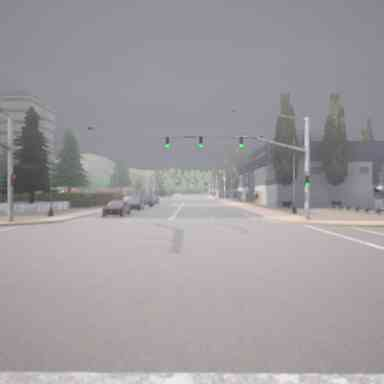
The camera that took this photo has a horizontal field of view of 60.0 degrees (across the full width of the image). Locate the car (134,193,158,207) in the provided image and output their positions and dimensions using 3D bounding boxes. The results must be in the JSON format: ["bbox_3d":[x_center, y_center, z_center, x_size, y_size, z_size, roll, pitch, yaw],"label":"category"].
[{"bbox_3d":[-7.021,1.252,51.068,2.150,2.045,5.566,0,0,0],"label":"car"}]

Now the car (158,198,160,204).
[{"bbox_3d":[-7.012,1.585,61.683,2.033,1.411,5.357,0,0,0],"label":"car"}]

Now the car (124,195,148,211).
[{"bbox_3d":[-7.072,1.502,41.169,1.882,1.535,5.008,0,0,0],"label":"car"}]

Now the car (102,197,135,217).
[{"bbox_3d":[-7.084,1.497,31.593,1.882,1.535,5.008,0,0,0],"label":"car"}]
